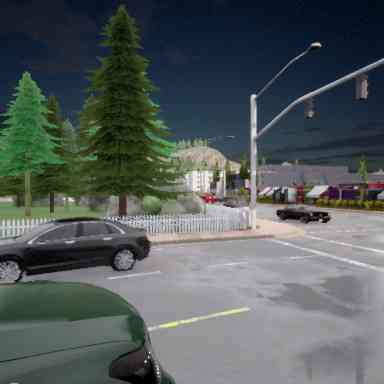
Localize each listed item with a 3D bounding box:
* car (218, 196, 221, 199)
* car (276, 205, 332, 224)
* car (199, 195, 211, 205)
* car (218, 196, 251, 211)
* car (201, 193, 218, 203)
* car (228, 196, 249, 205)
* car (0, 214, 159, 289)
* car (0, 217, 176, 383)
[{"bbox_3d":[6.045,1.559,71.150,1.837,1.490,4.892,0,0,-16],"label":"car"},{"bbox_3d":[8.337,1.656,25.167,1.895,1.301,4.718,0,0,-16],"label":"car"},{"bbox_3d":[0.911,1.560,50.735,1.837,1.490,4.892,0,0,-16],"label":"car"},{"bbox_3d":[5.033,1.545,36.591,2.128,1.511,4.902,0,0,-16],"label":"car"},{"bbox_3d":[2.899,1.277,69.600,2.150,2.045,5.566,0,0,-17],"label":"car"},{"bbox_3d":[8.667,1.547,62.286,2.128,1.511,4.902,0,0,-16],"label":"car"},{"bbox_3d":[-3.550,1.505,9.347,4.892,1.490,1.837,0,0,-31],"label":"car"},{"bbox_3d":[-2.767,1.221,1.662,5.566,2.045,2.150,0,0,-36],"label":"car"}]
